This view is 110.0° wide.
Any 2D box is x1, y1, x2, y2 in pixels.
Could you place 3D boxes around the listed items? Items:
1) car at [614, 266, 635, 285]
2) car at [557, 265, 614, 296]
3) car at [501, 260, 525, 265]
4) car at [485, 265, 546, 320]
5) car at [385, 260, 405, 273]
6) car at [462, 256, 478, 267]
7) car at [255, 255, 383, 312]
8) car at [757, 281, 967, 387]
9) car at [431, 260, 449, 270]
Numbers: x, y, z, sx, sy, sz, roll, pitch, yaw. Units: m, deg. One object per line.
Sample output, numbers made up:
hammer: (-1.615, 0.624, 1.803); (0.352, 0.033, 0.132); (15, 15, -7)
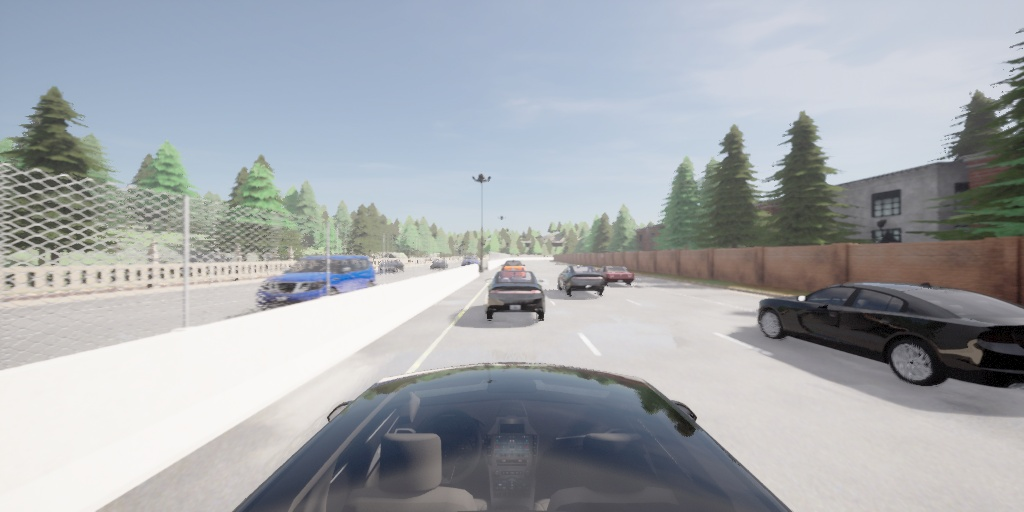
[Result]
car: (7.098, 1.356, 25.669); (1.895, 1.301, 4.718); (0, 0, 0)
car: (3.598, 1.245, 19.314); (2.128, 1.511, 4.902); (0, 0, 0)
car: (0.098, 1.109, 30.563); (2.097, 1.767, 4.553); (0, 0, 0)
car: (0.097, 1.244, 12.575); (2.128, 1.511, 4.902); (0, 0, 0)
car: (-14.127, 1.253, 42.262); (2.128, 1.511, 4.902); (0, 0, 0)
car: (-6.948, 0.990, 60.144); (2.150, 2.045, 5.566); (0, 0, 2)
car: (-7.103, 0.977, 13.798); (2.150, 2.045, 5.566); (0, 0, 0)
car: (7.098, 1.228, 6.978); (1.882, 1.535, 5.008); (0, 0, 0)
car: (-10.593, 1.328, 52.978); (1.994, 1.385, 4.181); (0, 0, 1)
